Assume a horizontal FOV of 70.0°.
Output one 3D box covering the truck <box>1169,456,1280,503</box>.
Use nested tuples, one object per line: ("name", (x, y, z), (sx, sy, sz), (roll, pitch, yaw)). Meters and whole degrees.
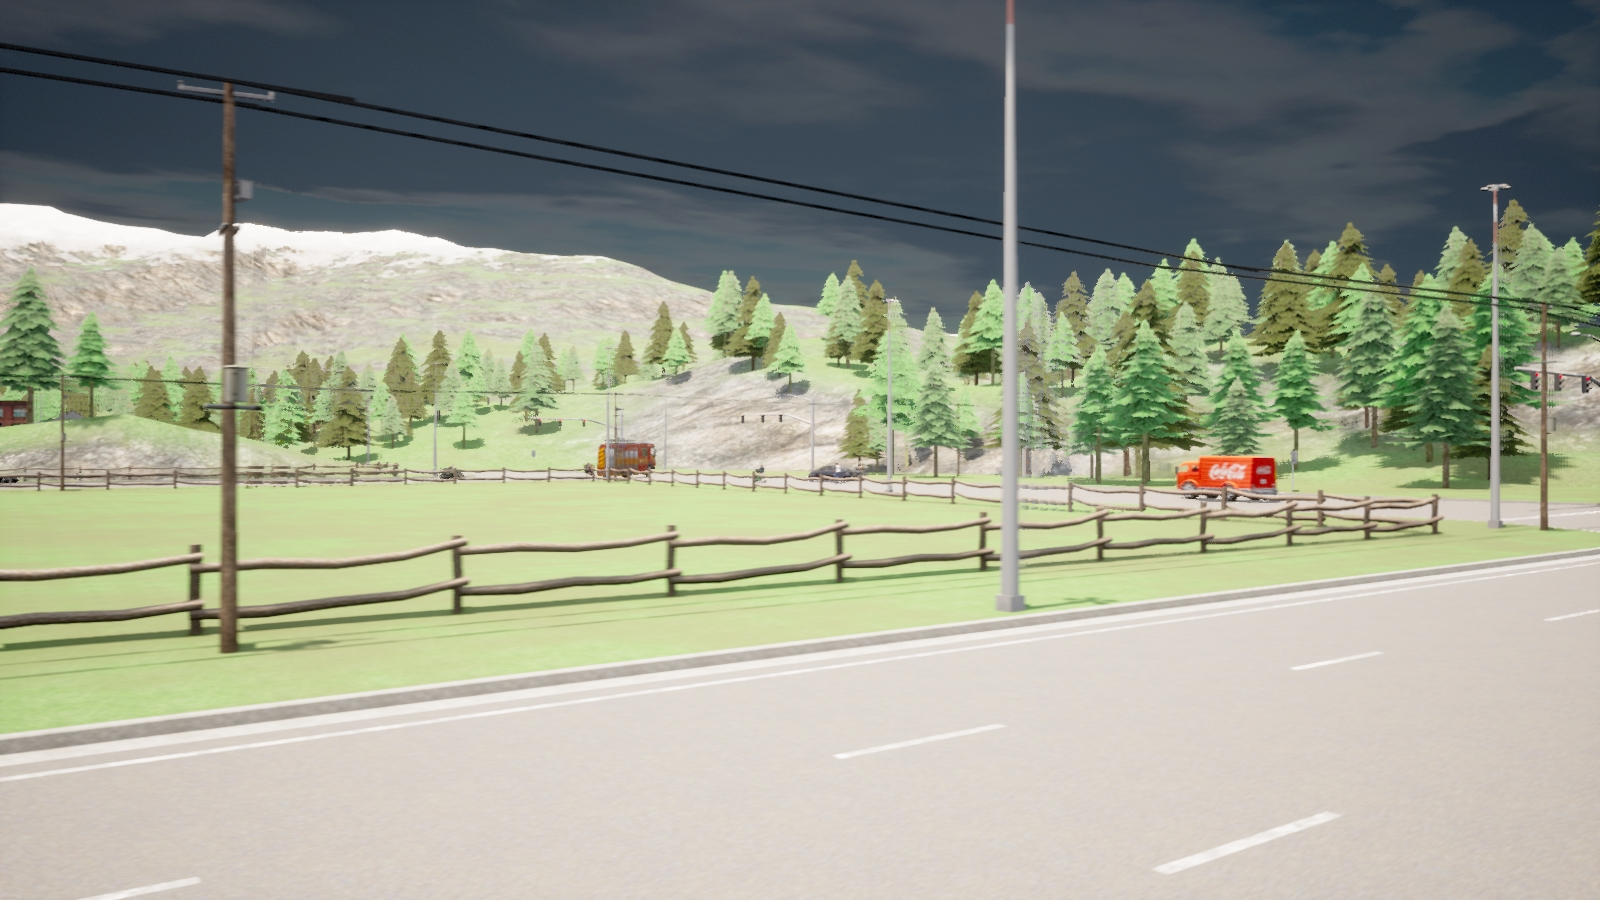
("truck", (23.422, 1.568, 63.290), (2.627, 2.467, 5.204), (0, 0, -34))
